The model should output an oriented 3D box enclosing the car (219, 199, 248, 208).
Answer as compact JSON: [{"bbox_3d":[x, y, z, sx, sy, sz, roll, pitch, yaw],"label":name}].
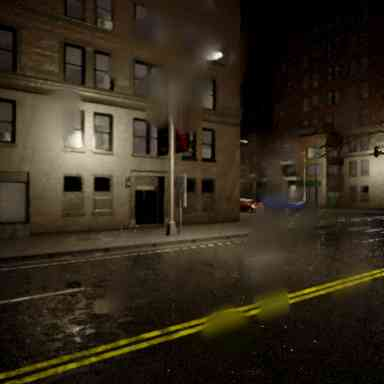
[{"bbox_3d":[5.957,1.649,48.550,1.802,1.307,4.206,0,0,-35],"label":"car"}]

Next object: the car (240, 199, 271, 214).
[{"bbox_3d":[5.764,1.464,34.918,1.967,1.590,4.097,0,0,-35],"label":"car"}]

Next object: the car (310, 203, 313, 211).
[{"bbox_3d":[12.318,1.635,39.547,1.947,1.339,4.313,0,0,-35],"label":"car"}]

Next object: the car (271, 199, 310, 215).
[{"bbox_3d":[9.226,1.517,34.411,1.882,1.535,5.008,0,0,-35],"label":"car"}]
